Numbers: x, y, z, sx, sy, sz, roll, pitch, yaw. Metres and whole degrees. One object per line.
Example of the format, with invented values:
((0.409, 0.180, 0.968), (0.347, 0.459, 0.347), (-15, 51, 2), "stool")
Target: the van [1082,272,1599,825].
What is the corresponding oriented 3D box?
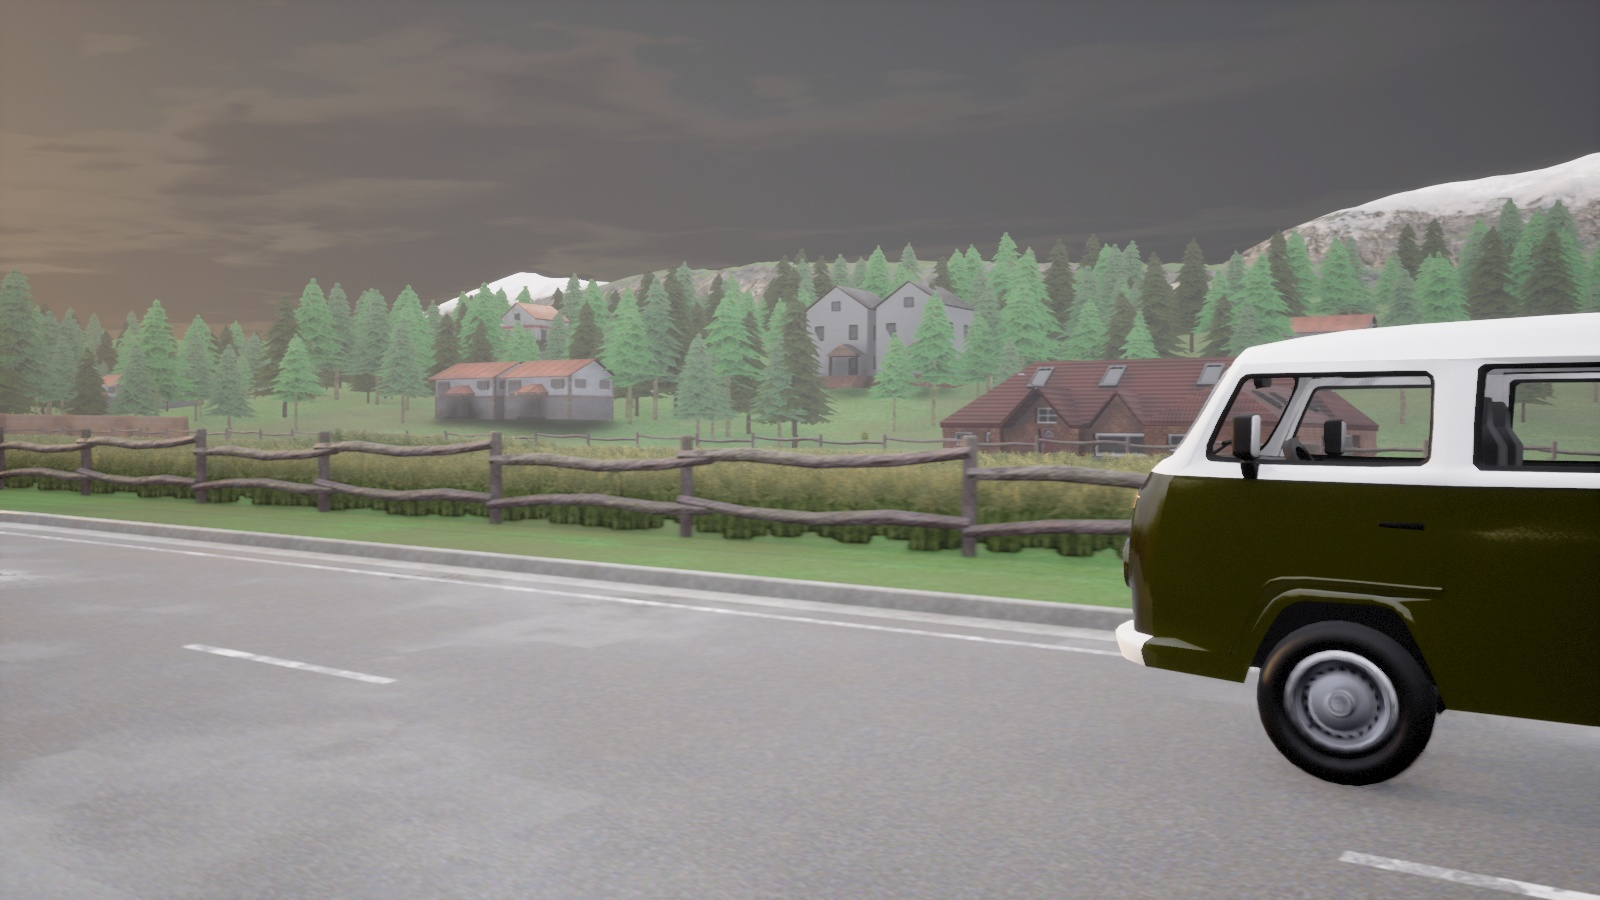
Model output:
((3.728, 0.349, 5.344), (4.480, 2.038, 2.069), (0, 1, 34), "van")
